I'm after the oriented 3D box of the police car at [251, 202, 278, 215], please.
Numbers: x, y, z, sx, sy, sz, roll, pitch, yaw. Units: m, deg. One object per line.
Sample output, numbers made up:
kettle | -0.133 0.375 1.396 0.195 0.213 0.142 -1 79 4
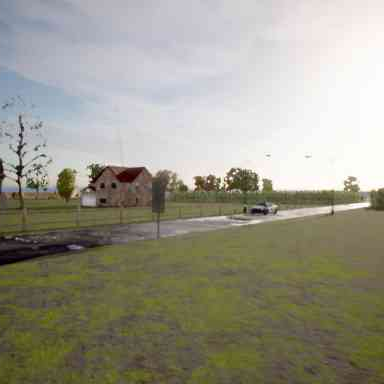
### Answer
police car | 8.954 2.037 41.240 2.038 1.542 4.974 1 0 35
